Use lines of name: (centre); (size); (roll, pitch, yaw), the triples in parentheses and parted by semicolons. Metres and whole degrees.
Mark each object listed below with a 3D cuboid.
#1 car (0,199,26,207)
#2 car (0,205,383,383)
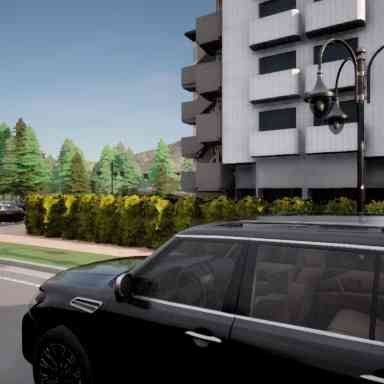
car: (-12.700, 1.491, 22.261); (2.128, 1.511, 4.902); (0, 0, 33)
car: (0.743, 1.221, 3.139); (5.566, 2.045, 2.150); (0, 0, 34)
